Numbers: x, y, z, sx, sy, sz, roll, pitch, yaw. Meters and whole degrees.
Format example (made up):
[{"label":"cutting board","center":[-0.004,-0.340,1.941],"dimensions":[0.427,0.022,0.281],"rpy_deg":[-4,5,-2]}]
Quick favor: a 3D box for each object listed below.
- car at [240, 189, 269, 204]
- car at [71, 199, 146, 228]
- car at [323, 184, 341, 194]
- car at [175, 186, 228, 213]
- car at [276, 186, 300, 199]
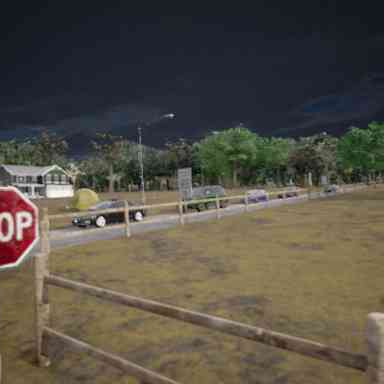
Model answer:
[{"label":"car","center":[6.877,0.475,36.235],"dimensions":[1.812,1.442,4.674],"rpy_deg":[-3,0,36]},{"label":"car","center":[-4.844,1.229,19.835],"dimensions":[1.837,1.490,4.892],"rpy_deg":[-3,0,36]},{"label":"car","center":[22.175,-0.509,52.644],"dimensions":[1.994,1.385,4.181],"rpy_deg":[-3,0,36]},{"label":"car","center":[0.893,0.569,27.898],"dimensions":[2.150,2.045,5.566],"rpy_deg":[-3,0,36]},{"label":"car","center":[12.940,0.045,44.677],"dimensions":[1.837,1.490,4.892],"rpy_deg":[-3,0,36]}]
